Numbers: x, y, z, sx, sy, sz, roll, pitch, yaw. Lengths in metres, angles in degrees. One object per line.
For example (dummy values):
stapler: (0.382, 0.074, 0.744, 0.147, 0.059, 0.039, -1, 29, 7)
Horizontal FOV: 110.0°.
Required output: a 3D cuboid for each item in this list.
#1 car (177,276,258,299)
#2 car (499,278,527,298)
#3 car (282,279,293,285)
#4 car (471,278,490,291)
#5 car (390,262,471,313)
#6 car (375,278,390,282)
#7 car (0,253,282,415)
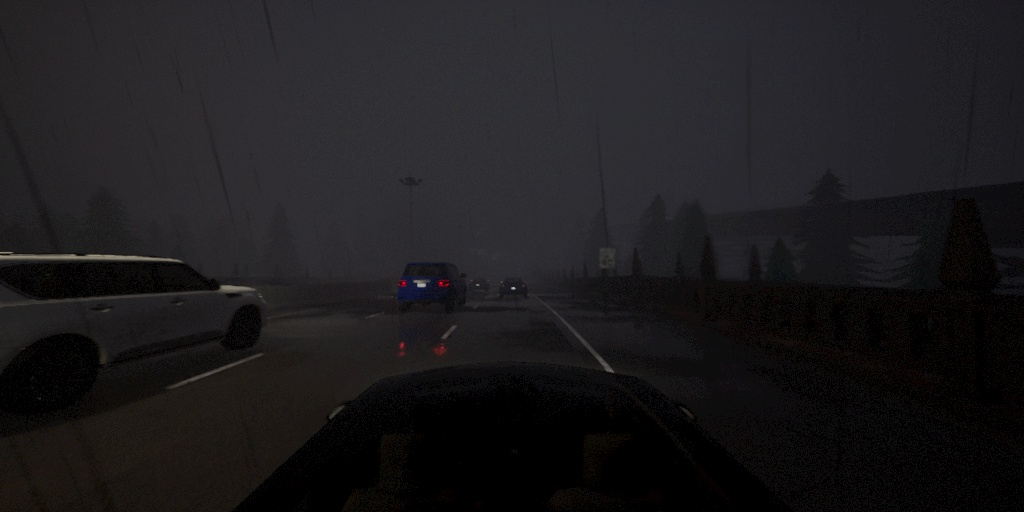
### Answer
car: (-21.092, 2.224, 26.032, 1.837, 1.490, 4.892, 0, -3, 0)
car: (0.102, 2.315, 26.539, 1.994, 1.385, 4.181, 0, -3, 0)
car: (-17.594, 2.224, 25.669, 1.812, 1.442, 4.674, 0, -3, 0)
car: (-3.397, 2.990, 37.776, 1.994, 1.385, 4.181, 0, -3, 0)
car: (-3.399, 1.342, 16.166, 2.150, 2.045, 5.566, 0, -3, 0)
car: (-14.080, 3.108, 40.023, 2.033, 1.411, 5.357, 0, -3, 0)
car: (-6.900, 0.995, 6.172, 2.150, 2.045, 5.566, 0, -1, 0)
